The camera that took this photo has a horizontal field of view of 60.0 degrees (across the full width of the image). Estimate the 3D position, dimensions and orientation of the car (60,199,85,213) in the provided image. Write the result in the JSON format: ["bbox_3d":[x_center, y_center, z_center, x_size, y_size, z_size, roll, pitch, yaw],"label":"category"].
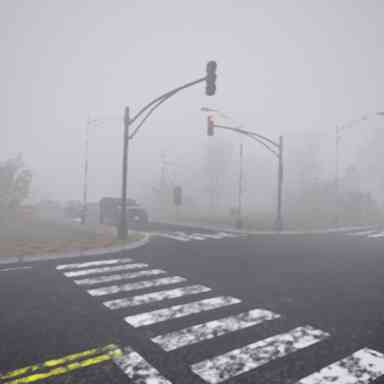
[{"bbox_3d":[-16.187,1.815,44.955,2.097,1.767,4.553,3,-2,-34],"label":"car"}]

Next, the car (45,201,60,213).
[{"bbox_3d":[-17.156,1.804,41.152,1.882,1.535,5.008,3,-2,-34],"label":"car"}]

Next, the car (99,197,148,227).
[{"bbox_3d":[-5.272,1.425,24.591,2.150,2.045,5.566,3,-2,-35],"label":"car"}]

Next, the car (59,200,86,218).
[{"bbox_3d":[-11.145,1.823,32.564,1.994,1.385,4.181,3,-2,-37],"label":"car"}]
